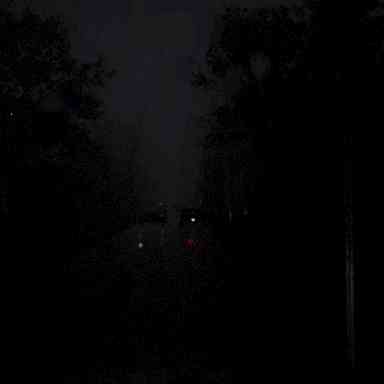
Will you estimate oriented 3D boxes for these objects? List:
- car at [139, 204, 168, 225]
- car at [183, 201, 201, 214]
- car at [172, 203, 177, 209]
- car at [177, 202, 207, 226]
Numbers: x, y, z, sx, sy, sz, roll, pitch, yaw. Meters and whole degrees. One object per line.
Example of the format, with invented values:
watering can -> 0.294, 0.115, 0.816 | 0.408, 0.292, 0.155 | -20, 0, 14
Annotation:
car -> -2.893, 1.667, 25.798 | 1.882, 1.535, 5.008 | 0, -1, 0
car -> -0.023, 1.986, 42.586 | 2.128, 1.511, 4.902 | 0, -1, 0
car -> -3.067, 2.826, 67.281 | 1.895, 1.301, 4.718 | 0, -2, 0
car -> 0.060, 1.681, 24.874 | 1.837, 1.490, 4.892 | 0, -1, 0
